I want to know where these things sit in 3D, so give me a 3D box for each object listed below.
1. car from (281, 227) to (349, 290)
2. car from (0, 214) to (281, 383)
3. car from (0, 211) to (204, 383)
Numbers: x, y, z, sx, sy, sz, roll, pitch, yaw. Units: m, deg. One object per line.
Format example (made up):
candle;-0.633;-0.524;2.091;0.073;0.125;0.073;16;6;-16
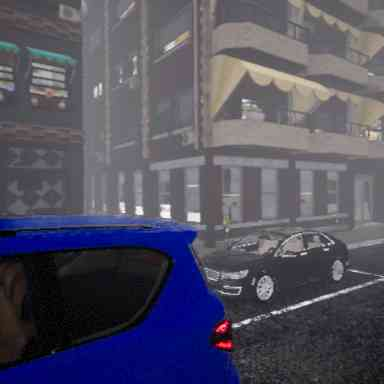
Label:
car;2.068;1.563;8.054;4.403;1.369;2.008;0;-1;-35
car;-2.237;1.220;1.781;5.566;2.045;2.150;0;0;-35
car;-2.485;1.317;4.790;5.009;1.841;2.192;0;-1;-35
